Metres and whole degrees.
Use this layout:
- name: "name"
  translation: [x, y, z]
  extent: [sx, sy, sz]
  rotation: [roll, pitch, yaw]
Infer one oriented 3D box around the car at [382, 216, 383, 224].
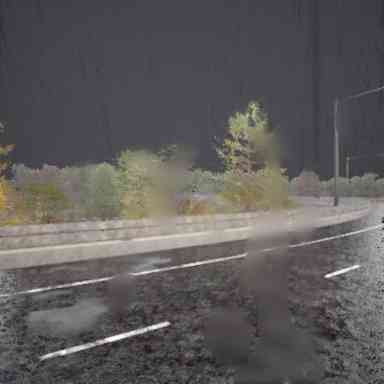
- name: "car"
  translation: [14.033, 1.736, 21.828]
  extent: [1.895, 1.301, 4.718]
  rotation: [0, 0, 41]
